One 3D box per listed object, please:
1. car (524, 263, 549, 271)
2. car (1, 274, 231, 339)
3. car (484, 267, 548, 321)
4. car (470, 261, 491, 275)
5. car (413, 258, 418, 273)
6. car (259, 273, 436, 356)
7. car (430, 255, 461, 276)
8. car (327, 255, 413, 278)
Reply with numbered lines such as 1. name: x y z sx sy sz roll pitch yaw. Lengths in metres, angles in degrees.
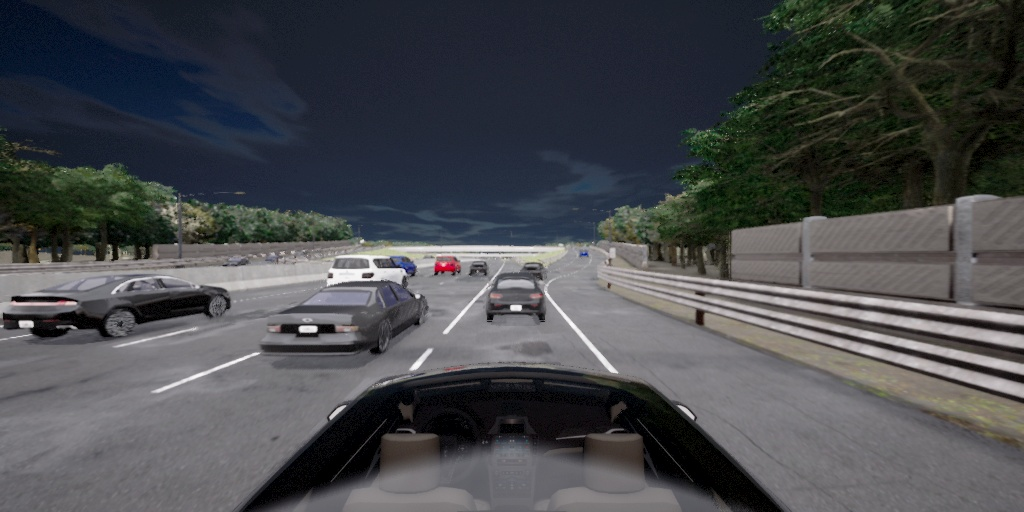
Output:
1. car: 1.950 1.297 30.607 1.837 1.490 4.892 1 0 12
2. car: -10.388 1.250 10.099 2.128 1.511 4.902 0 0 0
3. car: 0.136 1.287 12.321 1.812 1.442 4.674 0 0 1
4. car: -3.454 1.295 38.757 1.837 1.490 4.892 0 0 0
5. car: -10.353 1.005 32.639 2.150 2.045 5.566 0 0 0
6. car: -3.493 1.305 8.663 2.033 1.411 5.357 0 0 0
7. car: -6.854 1.011 38.542 2.150 2.045 5.566 0 0 0
8. car: -6.873 0.988 17.609 2.150 2.045 5.566 0 0 0
